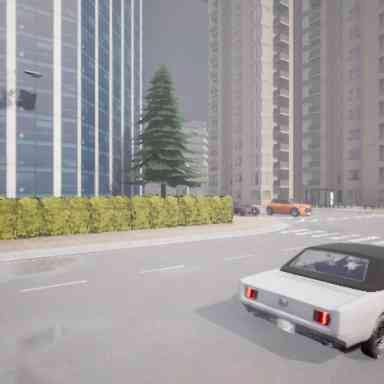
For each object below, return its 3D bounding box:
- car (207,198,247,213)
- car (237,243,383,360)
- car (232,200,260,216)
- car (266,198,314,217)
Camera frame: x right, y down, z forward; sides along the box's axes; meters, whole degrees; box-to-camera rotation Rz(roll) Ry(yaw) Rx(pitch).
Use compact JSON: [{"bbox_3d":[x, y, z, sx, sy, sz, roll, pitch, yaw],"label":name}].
[{"bbox_3d":[4.113,1.533,39.767,1.882,1.535,5.008,0,0,-35],"label":"car"},{"bbox_3d":[3.137,1.601,5.968,4.718,1.301,1.895,0,0,-35],"label":"car"},{"bbox_3d":[4.716,1.619,32.855,1.994,1.385,4.181,0,0,-35],"label":"car"},{"bbox_3d":[9.436,1.407,32.246,2.097,1.767,4.553,0,0,-35],"label":"car"}]
